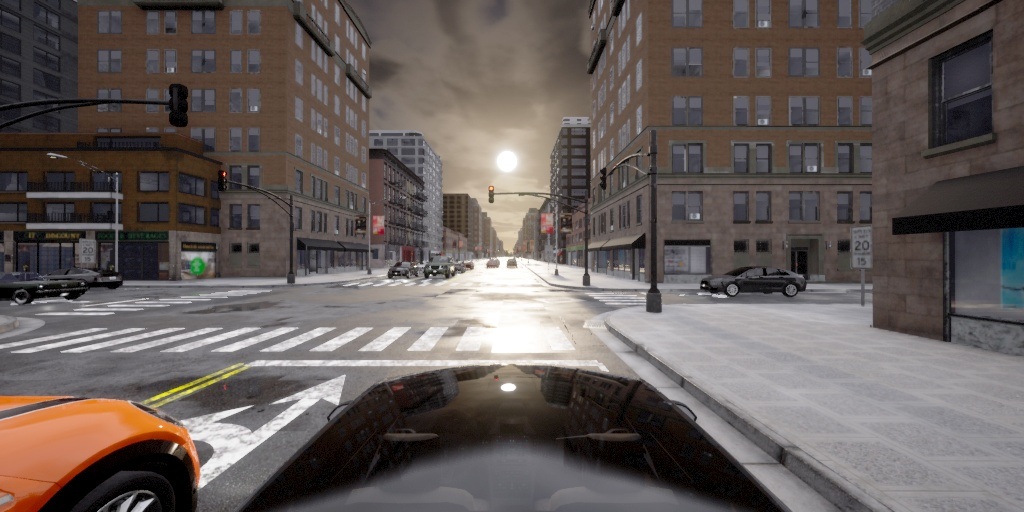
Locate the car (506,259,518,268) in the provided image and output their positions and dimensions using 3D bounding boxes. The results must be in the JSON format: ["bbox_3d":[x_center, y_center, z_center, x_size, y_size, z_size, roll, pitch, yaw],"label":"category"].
[{"bbox_3d":[-0.021,1.245,63.086,1.837,1.490,4.892,0,0,0],"label":"car"}]

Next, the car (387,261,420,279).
[{"bbox_3d":[-9.906,1.254,33.029,1.837,1.490,4.892,0,0,0],"label":"car"}]

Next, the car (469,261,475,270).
[{"bbox_3d":[-6.693,1.344,53.150,1.895,1.301,4.718,0,0,0],"label":"car"}]

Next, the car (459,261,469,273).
[{"bbox_3d":[-6.681,1.310,43.020,1.994,1.385,4.181,0,0,0],"label":"car"}]

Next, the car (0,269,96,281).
[{"bbox_3d":[-21.516,1.345,15.462,4.718,1.301,1.895,0,0,0],"label":"car"}]

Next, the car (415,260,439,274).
[{"bbox_3d":[-9.925,1.272,42.195,1.812,1.442,4.674,0,0,0],"label":"car"}]

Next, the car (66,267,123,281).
[{"bbox_3d":[-25.411,1.330,20.955,4.313,1.339,1.948,0,0,0],"label":"car"}]

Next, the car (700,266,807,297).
[{"bbox_3d":[12.424,1.294,18.639,4.892,1.490,1.837,0,0,1],"label":"car"}]

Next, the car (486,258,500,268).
[{"bbox_3d":[-3.369,1.304,61.948,1.994,1.385,4.181,0,0,0],"label":"car"}]

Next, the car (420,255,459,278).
[{"bbox_3d":[-6.652,0.970,33.601,2.150,2.045,5.566,0,0,0],"label":"car"}]

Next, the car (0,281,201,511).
[{"bbox_3d":[-3.237,1.102,0.601,2.097,1.767,4.553,0,0,0],"label":"car"}]
